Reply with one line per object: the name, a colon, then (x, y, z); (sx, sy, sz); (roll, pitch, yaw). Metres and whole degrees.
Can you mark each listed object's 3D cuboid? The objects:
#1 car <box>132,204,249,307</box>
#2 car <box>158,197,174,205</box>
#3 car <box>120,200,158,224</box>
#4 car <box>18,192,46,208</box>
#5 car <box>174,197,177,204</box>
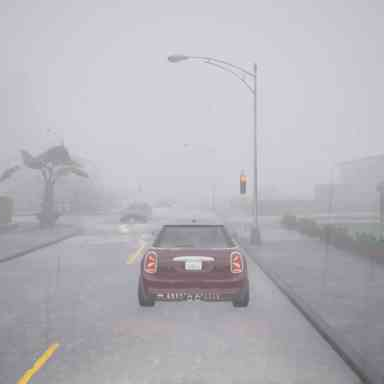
car: (0.050, 1.352, 8.139); (2.097, 1.767, 4.553); (0, 0, 1)
car: (-4.061, 1.564, 47.951); (1.994, 1.385, 4.181); (0, 0, 0)
car: (-4.089, 1.547, 25.353); (2.033, 1.411, 5.357); (0, 0, 0)
car: (-19.729, 0.985, 42.014); (1.905, 1.878, 3.866); (0, 0, 35)
car: (-3.992, 1.600, 63.731); (1.895, 1.301, 4.718); (0, 0, 1)
